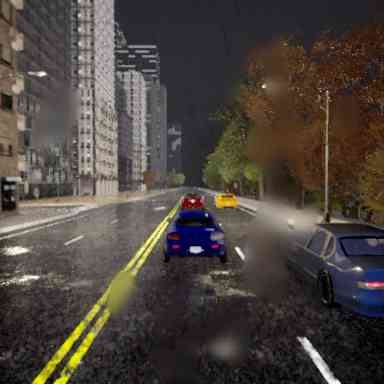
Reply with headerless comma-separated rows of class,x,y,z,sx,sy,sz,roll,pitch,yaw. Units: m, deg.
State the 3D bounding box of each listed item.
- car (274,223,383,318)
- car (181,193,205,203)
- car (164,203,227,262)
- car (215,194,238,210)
car,3.345,1.410,7.474,2.033,1.411,5.357,0,1,0
car,0.074,0.831,30.851,2.097,1.767,4.553,-1,1,0
car,0.096,1.322,11.127,1.812,1.442,4.674,0,1,0
car,3.327,0.901,32.715,1.882,1.535,5.008,-1,1,0
